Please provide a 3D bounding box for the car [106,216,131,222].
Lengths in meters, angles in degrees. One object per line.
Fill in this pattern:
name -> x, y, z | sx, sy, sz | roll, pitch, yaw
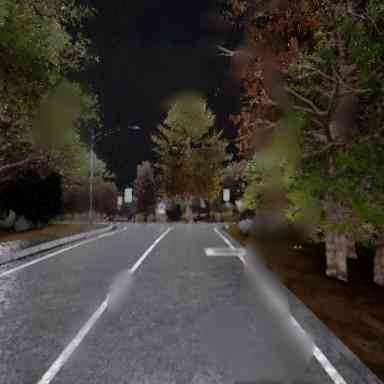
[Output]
car -> -15.202, 5.627, 69.414 | 2.033, 1.411, 5.357 | -4, -5, 40

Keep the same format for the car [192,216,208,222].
car -> 1.160, 5.996, 74.176 | 5.008, 1.535, 1.882 | 0, -5, 12
